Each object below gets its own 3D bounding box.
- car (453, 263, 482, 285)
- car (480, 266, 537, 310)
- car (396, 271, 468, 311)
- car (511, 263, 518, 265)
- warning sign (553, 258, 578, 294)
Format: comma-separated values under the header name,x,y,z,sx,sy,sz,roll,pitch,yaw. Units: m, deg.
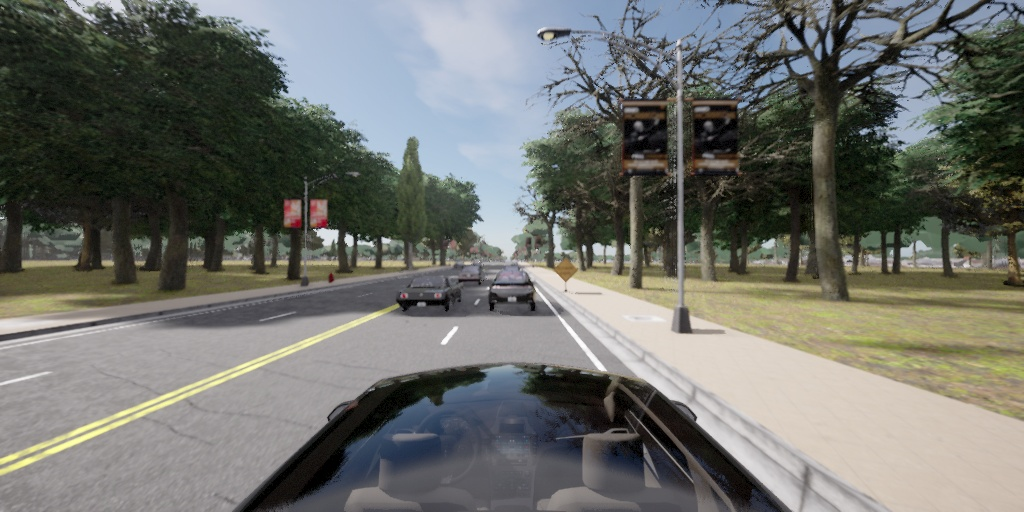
name,x,y,z,sx,sy,sz,roll,pitch,yaw
car,-3.254,1.541,29.368,2.033,1.411,5.357,0,0,0
car,0.027,1.370,15.350,2.128,1.511,4.902,0,0,1
car,-3.227,1.476,15.101,1.895,1.301,4.718,0,0,1
car,0.008,1.566,30.389,1.994,1.385,4.181,0,0,1
warning sign,2.851,1.025,18.990,1.300,1.860,1.060,0,0,0
